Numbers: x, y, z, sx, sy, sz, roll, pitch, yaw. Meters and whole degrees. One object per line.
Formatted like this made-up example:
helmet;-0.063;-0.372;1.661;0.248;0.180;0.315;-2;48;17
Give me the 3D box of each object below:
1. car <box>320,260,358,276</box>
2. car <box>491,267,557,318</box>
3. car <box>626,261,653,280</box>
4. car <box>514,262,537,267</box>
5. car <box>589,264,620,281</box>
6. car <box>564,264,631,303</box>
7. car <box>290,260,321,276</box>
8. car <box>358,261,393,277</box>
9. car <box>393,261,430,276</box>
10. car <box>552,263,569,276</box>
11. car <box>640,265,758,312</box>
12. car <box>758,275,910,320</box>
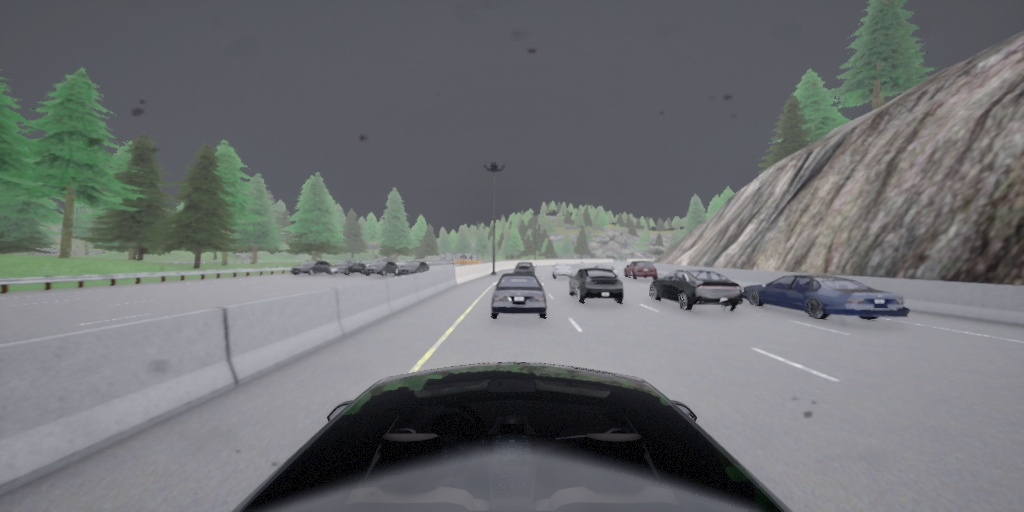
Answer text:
car;-16.292;1.190;35.616;2.128;1.511;4.902;0;0;6
car;0.238;1.314;13.079;2.033;1.411;5.357;0;0;1
car;11.765;1.212;33.068;2.097;1.767;4.553;0;0;5
car;1.255;1.303;33.532;1.837;1.490;4.892;0;0;5
car;8.113;1.438;31.934;1.895;1.301;4.718;0;0;5
car;3.811;1.297;16.828;1.837;1.490;4.892;0;0;1
car;-19.794;1.184;35.758;1.837;1.490;4.892;0;-1;6
car;-12.790;1.226;35.470;1.837;1.490;4.892;0;-1;6
car;-9.358;1.245;34.616;1.837;1.490;4.892;0;-1;6
car;4.861;1.347;34.554;1.812;1.442;4.674;0;0;6
car;7.269;1.301;14.681;2.128;1.511;4.902;0;0;1
car;10.739;1.375;12.952;2.033;1.411;5.357;0;0;1
